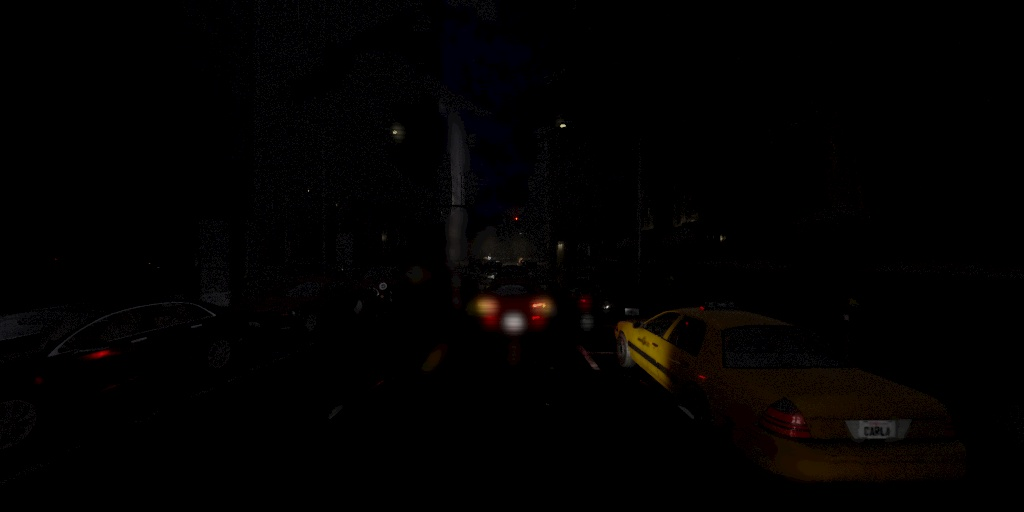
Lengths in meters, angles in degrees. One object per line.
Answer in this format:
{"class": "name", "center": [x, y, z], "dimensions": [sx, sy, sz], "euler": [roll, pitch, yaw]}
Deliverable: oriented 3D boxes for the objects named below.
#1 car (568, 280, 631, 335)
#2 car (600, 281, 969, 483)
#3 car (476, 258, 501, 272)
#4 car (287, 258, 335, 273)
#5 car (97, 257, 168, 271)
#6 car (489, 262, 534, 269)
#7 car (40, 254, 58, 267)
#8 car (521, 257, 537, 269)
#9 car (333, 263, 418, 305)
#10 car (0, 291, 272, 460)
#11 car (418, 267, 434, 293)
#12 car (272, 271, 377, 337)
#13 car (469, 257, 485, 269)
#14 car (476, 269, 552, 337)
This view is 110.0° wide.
{"class": "car", "center": [2.755, 1.316, 10.302], "dimensions": [1.948, 1.339, 4.313], "euler": [0, 0, 0]}
{"class": "car", "center": [2.760, 1.275, 5.015], "dimensions": [1.751, 1.417, 4.829], "euler": [0, 0, 0]}
{"class": "car", "center": [-2.104, 1.293, 39.764], "dimensions": [2.033, 1.411, 5.357], "euler": [1, 0, -17]}
{"class": "car", "center": [-17.911, 0.922, 32.649], "dimensions": [4.902, 1.511, 2.128], "euler": [1, 0, 0]}
{"class": "car", "center": [-34.368, 0.714, 32.605], "dimensions": [4.718, 1.301, 1.895], "euler": [1, 0, 0]}
{"class": "car", "center": [0.000, 1.256, 19.002], "dimensions": [1.837, 1.490, 4.892], "euler": [0, 0, 0]}
{"class": "car", "center": [-48.225, 0.417, 35.712], "dimensions": [4.181, 1.385, 1.994], "euler": [1, 0, 0]}
{"class": "car", "center": [2.708, 1.202, 53.183], "dimensions": [1.967, 1.591, 4.097], "euler": [0, 0, 0]}
{"class": "car", "center": [-5.776, 1.190, 15.747], "dimensions": [1.967, 1.591, 4.097], "euler": [0, 0, 0]}
{"class": "car", "center": [-5.764, 1.300, 4.833], "dimensions": [2.007, 1.370, 4.403], "euler": [0, 0, 0]}
{"class": "car", "center": [-5.782, 1.277, 21.034], "dimensions": [1.751, 1.417, 4.829], "euler": [0, 0, 0]}
{"class": "car", "center": [-5.771, 1.295, 10.290], "dimensions": [1.888, 1.381, 4.507], "euler": [0, 0, 0]}
{"class": "car", "center": [-5.823, 1.079, 58.612], "dimensions": [2.192, 1.841, 5.009], "euler": [0, 0, 0]}
{"class": "car", "center": [0.061, 1.276, 10.135], "dimensions": [1.812, 1.442, 4.674], "euler": [0, 0, 0]}
